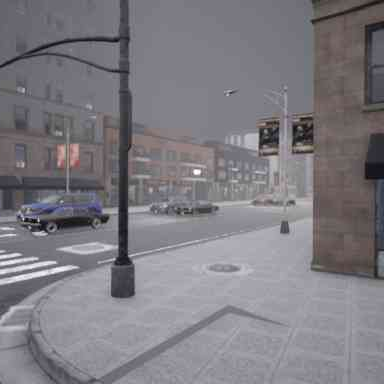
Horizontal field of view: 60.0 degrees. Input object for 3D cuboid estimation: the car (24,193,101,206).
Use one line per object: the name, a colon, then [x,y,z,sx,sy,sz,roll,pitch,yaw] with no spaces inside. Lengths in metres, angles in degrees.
car: [-8.658,1.106,22.337,2.150,2.045,5.566,1,1,35]

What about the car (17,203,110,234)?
car: [-7.091,1.518,18.913,1.895,1.301,4.718,1,1,35]

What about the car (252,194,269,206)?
car: [10.659,1.121,49.543,2.097,1.767,4.553,1,1,35]

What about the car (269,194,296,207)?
car: [13.230,1.147,47.554,2.097,1.767,4.553,1,1,35]

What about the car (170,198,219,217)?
car: [0.475,1.467,29.646,1.895,1.301,4.718,1,1,35]

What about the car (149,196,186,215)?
car: [-1.984,1.193,31.791,2.097,1.767,4.553,1,0,35]
